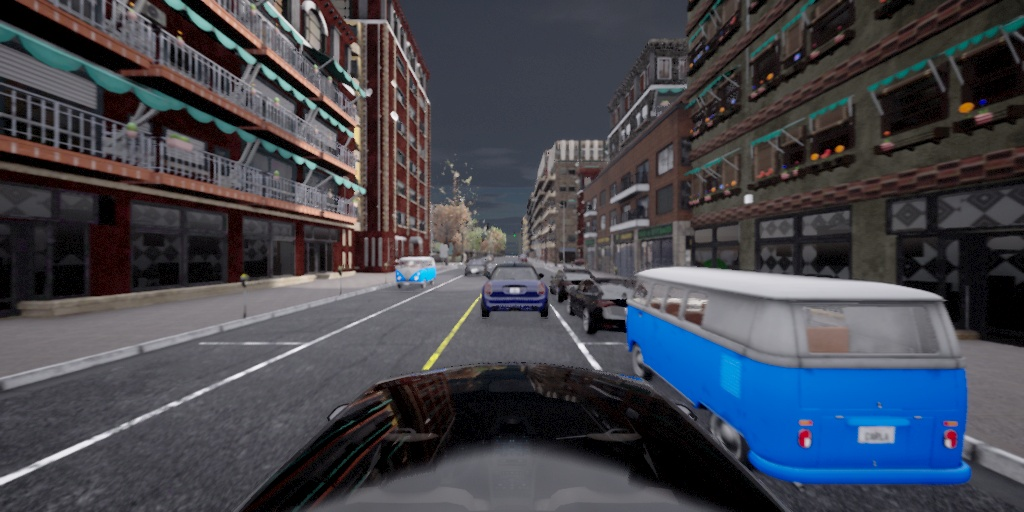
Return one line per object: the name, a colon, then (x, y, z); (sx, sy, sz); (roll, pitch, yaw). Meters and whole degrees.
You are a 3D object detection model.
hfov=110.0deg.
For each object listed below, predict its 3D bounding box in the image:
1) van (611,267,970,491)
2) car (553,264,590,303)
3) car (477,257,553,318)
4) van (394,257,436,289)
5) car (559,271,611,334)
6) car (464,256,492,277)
van: (2.692, 1.071, 4.505); (1.690, 1.789, 3.998); (0, 0, 0)
car: (2.690, 1.217, 15.829); (1.948, 1.339, 4.313); (0, 0, 0)
car: (0.088, 1.024, 12.779); (2.097, 1.767, 4.553); (0, 0, 0)
van: (-5.691, 0.954, 21.488); (1.690, 1.789, 3.998); (0, 0, 0)
car: (2.691, 1.256, 10.166); (1.948, 1.339, 4.313); (0, 0, 0)
car: (-3.096, 1.036, 31.773); (2.128, 1.511, 4.902); (0, 0, 0)
